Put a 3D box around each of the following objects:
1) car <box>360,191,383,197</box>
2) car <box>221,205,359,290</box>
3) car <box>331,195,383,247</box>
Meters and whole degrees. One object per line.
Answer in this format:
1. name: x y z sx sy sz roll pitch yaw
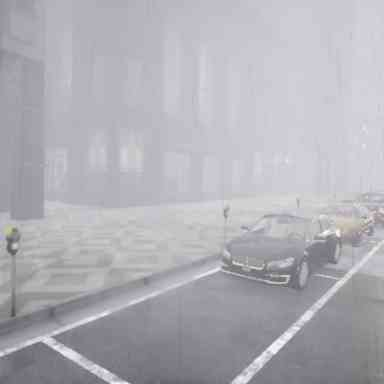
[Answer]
1. car: 9.180 0.770 16.998 1.967 1.590 4.097 4 4 37
2. car: 2.360 1.168 8.030 2.008 1.369 4.403 4 4 37
3. car: 5.666 1.003 12.381 1.752 1.417 4.829 4 4 37
